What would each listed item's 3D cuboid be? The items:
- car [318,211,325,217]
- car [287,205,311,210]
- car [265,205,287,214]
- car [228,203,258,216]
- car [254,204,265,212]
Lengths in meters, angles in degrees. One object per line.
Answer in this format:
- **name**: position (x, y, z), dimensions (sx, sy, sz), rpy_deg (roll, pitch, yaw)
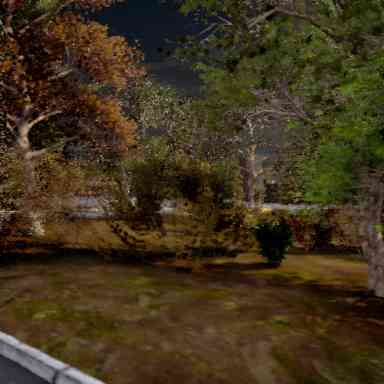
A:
- **car**: position (16.160, 2.320, 39.247), dimensions (2.097, 1.535, 5.008), rpy_deg (0, 0, 35)
- **car**: position (13.905, 2.325, 40.866), dimensions (2.231, 1.521, 4.892), rpy_deg (0, 0, 35)
- **car**: position (11.624, 2.356, 42.445), dimensions (2.163, 1.488, 4.792), rpy_deg (0, 0, 35)
- **car**: position (7.101, 2.363, 45.664), dimensions (2.163, 1.488, 4.792), rpy_deg (0, 0, 35)
- **car**: position (9.488, 2.327, 44.229), dimensions (1.946, 1.575, 5.366), rpy_deg (0, 0, 35)
